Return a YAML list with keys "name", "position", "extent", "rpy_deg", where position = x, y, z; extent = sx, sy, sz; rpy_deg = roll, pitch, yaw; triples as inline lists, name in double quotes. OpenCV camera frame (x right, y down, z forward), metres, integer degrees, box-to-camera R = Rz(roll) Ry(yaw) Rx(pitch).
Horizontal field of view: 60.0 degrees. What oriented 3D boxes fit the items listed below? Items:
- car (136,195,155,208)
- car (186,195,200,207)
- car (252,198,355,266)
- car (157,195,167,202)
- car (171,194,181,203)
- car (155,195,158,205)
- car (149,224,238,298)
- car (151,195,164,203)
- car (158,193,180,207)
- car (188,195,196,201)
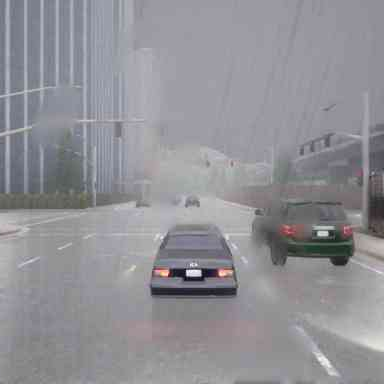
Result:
- name: "car"
  position: [-7.077, 1.503, 48.923]
  extent: [1.837, 1.490, 4.892]
  rpy_deg: [0, 0, 0]
- name: "car"
  position: [0.104, 1.350, 52.401]
  extent: [2.097, 1.767, 4.553]
  rpy_deg: [0, 0, 0]
- name: "car"
  position: [3.575, 1.221, 11.697]
  extent: [2.150, 2.045, 5.566]
  rpy_deg: [0, 0, 1]
- name: "car"
  position: [-6.976, 1.513, 78.290]
  extent: [1.812, 1.442, 4.674]
  rpy_deg: [0, 0, 0]
- name: "car"
  position: [-3.478, 1.352, 72.579]
  extent: [2.097, 1.767, 4.553]
  rpy_deg: [0, 0, 0]
- name: "car"
  position: [-7.061, 1.350, 58.115]
  extent: [2.097, 1.767, 4.553]
  rpy_deg: [0, 0, 0]
- name: "car"
  position: [0.057, 1.547, 8.664]
  extent: [2.033, 1.411, 5.357]
  rpy_deg: [0, 0, 1]
- name: "car"
  position: [-6.992, 1.489, 68.052]
  extent: [2.128, 1.511, 4.902]
  rpy_deg: [0, 0, 0]
- name: "car"
  position: [-3.572, 1.219, 52.851]
  extent: [2.150, 2.045, 5.566]
  rpy_deg: [0, 0, 0]
- name: "car"
  position: [0.025, 1.497, 81.572]
  extent: [1.837, 1.490, 4.892]
  rpy_deg: [0, 0, 0]
